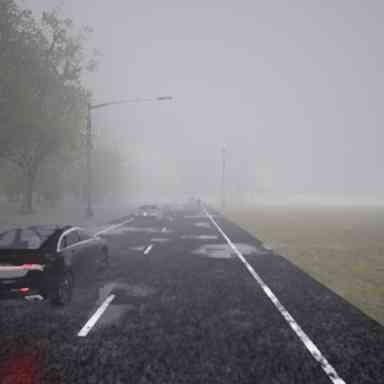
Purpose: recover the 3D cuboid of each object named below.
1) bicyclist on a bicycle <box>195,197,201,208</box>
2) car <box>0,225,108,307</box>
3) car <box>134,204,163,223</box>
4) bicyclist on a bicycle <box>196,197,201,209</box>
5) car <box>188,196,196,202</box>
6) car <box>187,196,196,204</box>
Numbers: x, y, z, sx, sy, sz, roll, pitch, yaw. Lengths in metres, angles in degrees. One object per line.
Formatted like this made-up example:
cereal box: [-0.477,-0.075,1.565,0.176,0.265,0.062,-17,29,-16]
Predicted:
bicyclist on a bicycle: [0.943,1.693,54.004,0.866,1.612,1.509,0,0,0]
car: [-3.404,1.530,8.035,2.128,1.511,4.902,0,0,0]
car: [-3.414,1.673,26.595,2.033,1.411,5.357,0,0,0]
bicyclist on a bicycle: [0.945,1.583,44.746,0.659,1.776,1.843,0,0,0]
car: [-0.033,1.775,85.099,1.837,1.490,4.892,0,0,0]
car: [-0.030,1.826,73.168,1.882,1.535,5.008,0,0,0]
